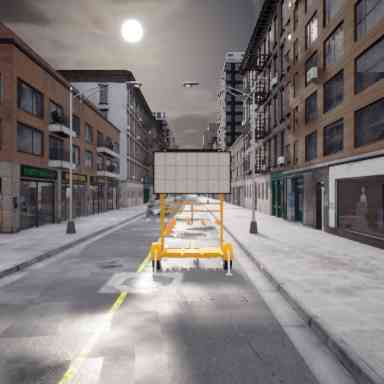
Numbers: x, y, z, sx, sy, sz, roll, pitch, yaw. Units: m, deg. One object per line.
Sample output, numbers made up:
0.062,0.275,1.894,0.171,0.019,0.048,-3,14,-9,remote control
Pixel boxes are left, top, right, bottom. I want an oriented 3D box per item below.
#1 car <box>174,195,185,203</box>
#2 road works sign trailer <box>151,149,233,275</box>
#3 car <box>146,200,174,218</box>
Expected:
-2.970,1.618,71.622,1.812,1.442,4.674,0,0,0,car
0.004,0.467,10.393,2.380,3.560,2.880,0,0,0,road works sign trailer
-3.087,1.512,30.678,2.128,1.511,4.902,0,0,0,car
